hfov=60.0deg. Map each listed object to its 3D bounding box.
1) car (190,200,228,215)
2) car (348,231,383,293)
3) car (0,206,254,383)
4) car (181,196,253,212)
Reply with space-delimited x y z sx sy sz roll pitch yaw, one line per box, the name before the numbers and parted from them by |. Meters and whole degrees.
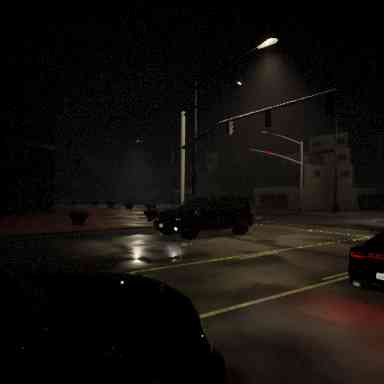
car | 1.757 1.656 36.105 1.994 1.385 4.181 1 -1 -35
car | 5.718 1.498 7.862 5.008 1.535 1.882 0 0 -35
car | -2.361 1.222 2.060 5.566 2.045 2.150 0 0 -36
car | 0.781 1.249 17.444 5.566 2.045 2.150 0 0 -36
